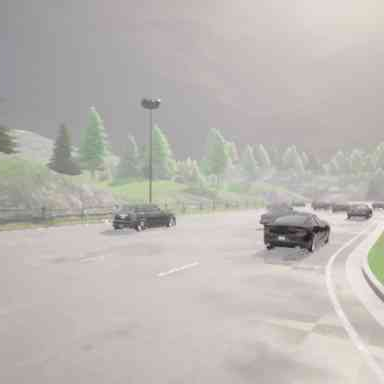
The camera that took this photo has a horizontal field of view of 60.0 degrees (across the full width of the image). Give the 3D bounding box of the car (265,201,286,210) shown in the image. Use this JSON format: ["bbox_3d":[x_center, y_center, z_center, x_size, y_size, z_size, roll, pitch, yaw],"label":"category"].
[{"bbox_3d":[13.575,2.169,53.962,1.994,1.385,4.181,0,-1,33],"label":"car"}]

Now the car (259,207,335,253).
[{"bbox_3d":[4.774,1.647,14.760,1.882,1.535,5.008,0,-1,33],"label":"car"}]

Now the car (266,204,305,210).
[{"bbox_3d":[6.537,1.818,23.888,2.033,1.411,5.357,0,-1,33],"label":"car"}]

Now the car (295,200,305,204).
[{"bbox_3d":[20.643,2.265,64.865,1.812,1.442,4.674,0,-1,33],"label":"car"}]

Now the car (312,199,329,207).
[{"bbox_3d":[20.152,2.101,51.419,1.837,1.490,4.892,0,-1,33],"label":"car"}]

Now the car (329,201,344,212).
[{"bbox_3d":[20.237,2.054,44.948,1.812,1.442,4.674,0,-1,33],"label":"car"}]

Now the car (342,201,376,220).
[{"bbox_3d":[16.741,1.942,33.155,2.033,1.411,5.357,0,-1,33],"label":"car"}]

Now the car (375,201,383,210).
[{"bbox_3d":[30.456,2.178,54.239,1.812,1.442,4.674,0,-1,33],"label":"car"}]

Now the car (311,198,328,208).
[{"bbox_3d":[24.943,2.105,65.020,2.097,1.767,4.553,0,-1,33],"label":"car"}]

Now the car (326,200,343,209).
[{"bbox_3d":[25.834,2.251,60.153,2.033,1.411,5.357,0,-1,33],"label":"car"}]

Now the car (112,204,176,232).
[{"bbox_3d":[-3.034,1.578,22.015,2.097,1.767,4.553,0,-1,33],"label":"car"}]

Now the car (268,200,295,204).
[{"bbox_3d":[11.764,2.052,44.761,2.033,1.411,5.357,0,-1,33],"label":"car"}]
